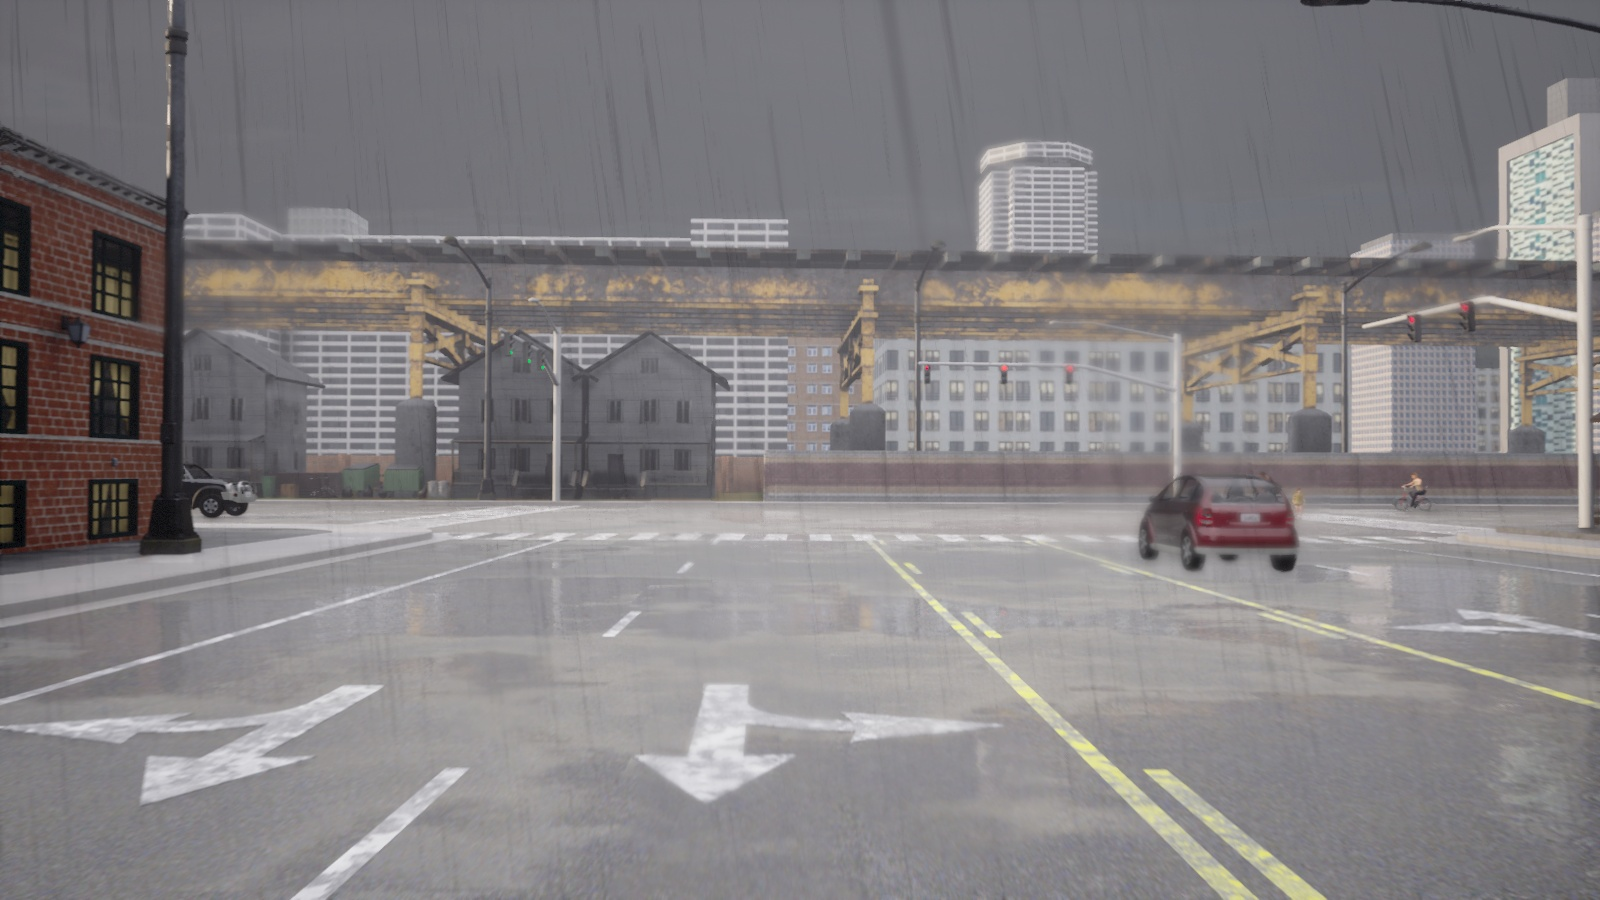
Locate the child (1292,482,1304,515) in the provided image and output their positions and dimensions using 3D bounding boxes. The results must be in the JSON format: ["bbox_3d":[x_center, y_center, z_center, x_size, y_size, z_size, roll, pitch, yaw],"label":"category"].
[{"bbox_3d":[16.812,1.622,42.403,0.255,1.110,0.394,0,-1,5],"label":"child"}]

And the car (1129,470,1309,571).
[{"bbox_3d":[6.948,1.121,21.223,1.789,1.549,3.705,0,-1,0],"label":"car"}]

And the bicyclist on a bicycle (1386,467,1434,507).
[{"bbox_3d":[24.858,1.508,51.166,1.509,1.612,0.866,0,-1,0],"label":"bicyclist on a bicycle"}]

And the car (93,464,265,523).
[{"bbox_3d":[-20.008,1.391,40.580,4.605,1.855,1.932,0,-1,0],"label":"car"}]
